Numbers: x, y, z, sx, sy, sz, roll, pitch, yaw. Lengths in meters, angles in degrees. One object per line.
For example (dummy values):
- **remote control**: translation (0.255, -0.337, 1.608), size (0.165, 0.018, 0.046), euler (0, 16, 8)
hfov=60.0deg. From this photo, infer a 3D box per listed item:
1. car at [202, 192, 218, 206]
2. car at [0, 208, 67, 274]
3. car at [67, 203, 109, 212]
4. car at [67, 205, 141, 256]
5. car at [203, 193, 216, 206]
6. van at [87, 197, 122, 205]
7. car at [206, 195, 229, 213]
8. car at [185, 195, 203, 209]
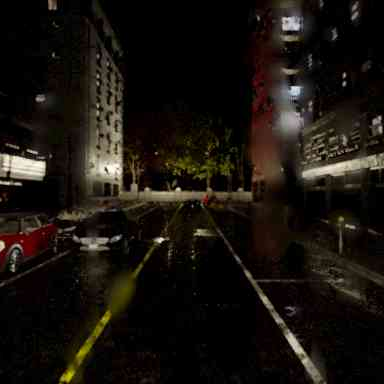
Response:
- **car**: translation (2.662, 1.015, 50.050), size (2.192, 1.841, 5.009), euler (1, 0, 0)
- **car**: translation (-5.651, 1.378, 10.109), size (1.967, 1.590, 4.097), euler (1, 0, 0)
- **car**: translation (-5.659, 1.455, 15.806), size (2.008, 1.369, 4.403), euler (1, 0, 0)
- **car**: translation (-3.112, 1.447, 12.816), size (1.812, 1.442, 4.674), euler (0, 0, 0)
- **car**: translation (2.664, 1.278, 44.356), size (1.887, 1.381, 4.507), euler (1, 0, 0)
- **van**: translation (-5.660, 1.211, 21.500), size (1.690, 1.788, 3.998), euler (1, 0, 0)
- **car**: translation (2.674, 1.326, 33.133), size (1.752, 1.417, 4.829), euler (1, 0, 0)
- **car**: translation (0.063, 1.350, 41.645), size (1.895, 1.301, 4.718), euler (0, 0, 0)
